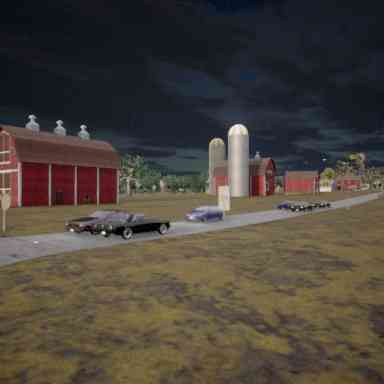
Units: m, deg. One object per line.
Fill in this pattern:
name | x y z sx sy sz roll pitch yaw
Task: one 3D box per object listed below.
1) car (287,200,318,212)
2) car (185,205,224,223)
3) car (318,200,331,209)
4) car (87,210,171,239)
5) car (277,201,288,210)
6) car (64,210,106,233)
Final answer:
car | 14.788 1.979 44.400 1.895 1.301 4.718 0 0 36
car | 1.298 1.954 30.489 1.812 1.442 4.674 0 0 36
car | 20.511 1.941 52.521 1.895 1.301 4.718 0 0 35
car | -3.309 1.881 19.124 1.895 1.301 4.718 0 -1 35
car | 13.955 1.979 48.095 1.895 1.301 4.718 0 0 36
car | -5.321 1.846 21.211 2.033 1.411 5.357 0 -1 36
